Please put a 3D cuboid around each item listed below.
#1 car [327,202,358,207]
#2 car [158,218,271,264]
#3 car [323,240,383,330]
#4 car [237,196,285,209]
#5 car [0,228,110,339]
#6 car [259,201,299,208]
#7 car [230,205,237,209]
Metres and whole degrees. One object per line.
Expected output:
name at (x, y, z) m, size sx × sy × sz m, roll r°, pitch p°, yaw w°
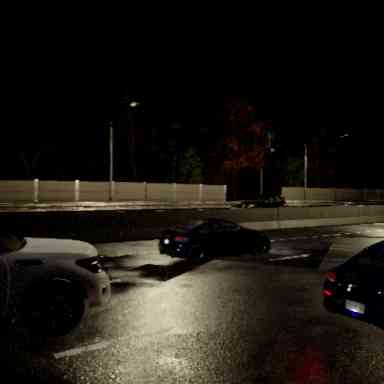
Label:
car at (14.737, 1.763, 32.858) m, size 4.902 × 1.511 × 2.128 m, roll 0°, pitch 0°, yaw -31°
car at (0.876, 1.651, 12.225) m, size 4.181 × 1.385 × 1.994 m, roll 0°, pitch 0°, yaw -31°
car at (4.451, 1.581, 6.208) m, size 4.674 × 1.442 × 1.812 m, roll 0°, pitch 0°, yaw -31°
car at (8.158, 1.506, 37.104) m, size 5.566 × 2.045 × 2.150 m, roll 1°, pitch -1°, yaw -31°
car at (-4.166, 1.246, 5.171) m, size 5.566 × 2.045 × 2.150 m, roll 0°, pitch 0°, yaw -31°
car at (9.487, 1.863, 33.822) m, size 4.718 × 1.301 × 1.895 m, roll 0°, pitch 0°, yaw -31°
car at (6.763, 1.825, 40.330) m, size 4.674 × 1.442 × 1.812 m, roll 0°, pitch 0°, yaw -31°
